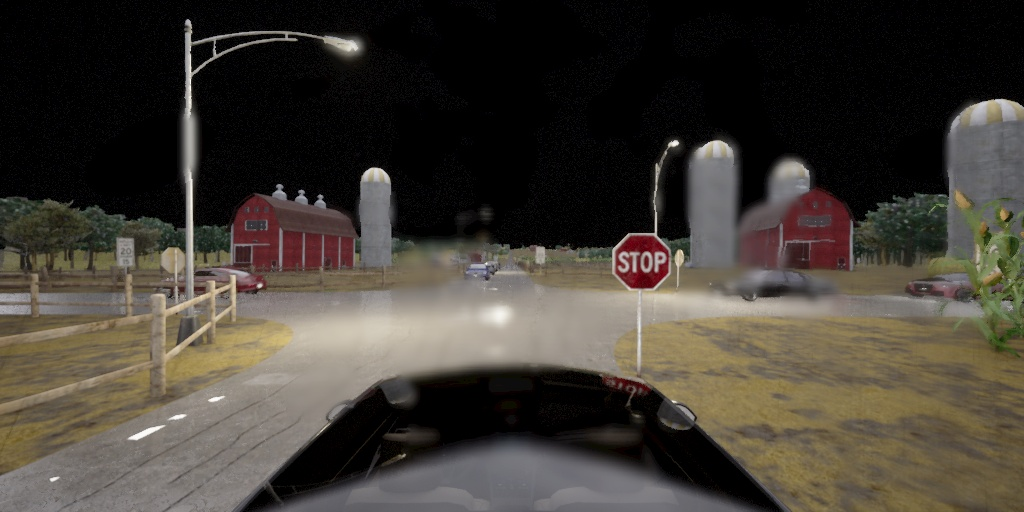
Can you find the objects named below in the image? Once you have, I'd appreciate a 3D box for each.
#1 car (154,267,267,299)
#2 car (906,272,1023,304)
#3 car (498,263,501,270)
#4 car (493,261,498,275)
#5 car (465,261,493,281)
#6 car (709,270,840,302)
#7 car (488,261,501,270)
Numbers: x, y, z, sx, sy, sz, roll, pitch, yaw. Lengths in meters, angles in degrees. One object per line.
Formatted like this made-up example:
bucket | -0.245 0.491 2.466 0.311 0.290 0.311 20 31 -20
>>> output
car | -14.455 1.268 17.346 4.674 1.442 1.812 0 1 1
car | 21.855 1.484 17.289 4.181 1.385 1.994 1 1 0
car | -2.947 1.455 50.267 1.837 1.490 4.892 0 -1 0
car | -2.935 1.447 40.565 1.994 1.385 4.181 0 0 0
car | -2.917 1.368 31.517 1.812 1.442 4.674 0 0 0
car | 12.540 1.381 17.259 5.357 1.411 2.033 0 1 -2
car | -2.906 1.619 60.256 1.994 1.385 4.181 0 -1 1
